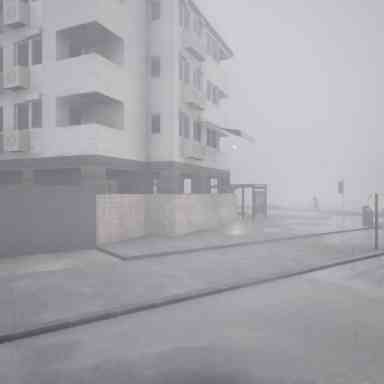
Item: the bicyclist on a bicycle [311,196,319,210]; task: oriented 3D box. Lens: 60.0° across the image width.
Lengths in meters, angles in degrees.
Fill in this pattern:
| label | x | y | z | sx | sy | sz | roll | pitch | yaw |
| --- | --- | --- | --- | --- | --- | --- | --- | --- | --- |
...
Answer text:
| label | x | y | z | sx | sy | sz | roll | pitch | yaw |
| --- | --- | --- | --- | --- | --- | --- | --- | --- | --- |
| bicyclist on a bicycle | 14.652 | 1.349 | 39.554 | 1.656 | 1.620 | 0.582 | 0 | 0 | -35 |
